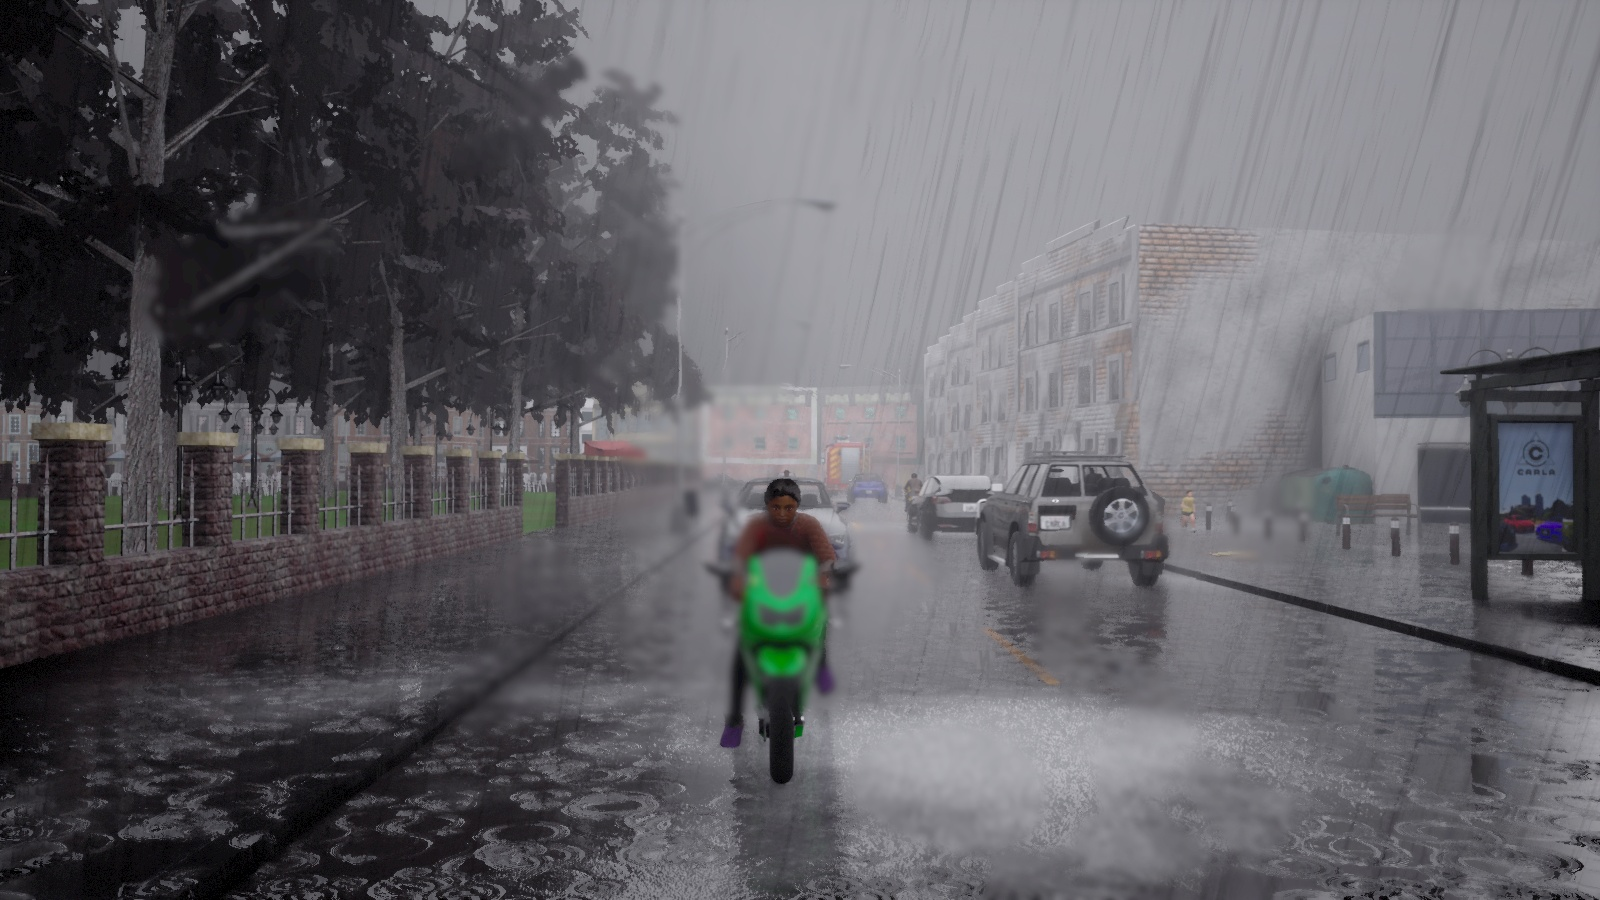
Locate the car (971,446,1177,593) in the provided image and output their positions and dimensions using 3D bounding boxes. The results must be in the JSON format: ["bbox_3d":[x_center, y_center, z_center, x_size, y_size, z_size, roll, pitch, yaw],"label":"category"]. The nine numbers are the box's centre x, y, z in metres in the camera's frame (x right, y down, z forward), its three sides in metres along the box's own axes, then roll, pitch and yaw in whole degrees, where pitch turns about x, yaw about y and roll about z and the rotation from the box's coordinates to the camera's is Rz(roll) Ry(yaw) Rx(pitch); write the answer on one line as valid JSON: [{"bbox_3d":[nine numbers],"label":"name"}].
[{"bbox_3d":[3.802,0.922,18.290,1.932,1.855,4.605,0,-1,-1],"label":"car"}]

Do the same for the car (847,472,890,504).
[{"bbox_3d":[3.348,1.849,61.720,1.816,1.474,4.193,0,-1,-1],"label":"car"}]

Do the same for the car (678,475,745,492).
[{"bbox_3d":[-6.675,2.527,94.599,4.718,1.301,1.895,0,-1,12],"label":"car"}]

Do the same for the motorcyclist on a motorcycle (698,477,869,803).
[{"bbox_3d":[-0.087,0.914,6.918,0.797,1.523,2.044,0,-1,-1],"label":"motorcyclist on a motorcycle"}]

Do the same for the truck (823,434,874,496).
[{"bbox_3d":[3.113,1.018,82.391,2.891,3.827,8.468,0,-1,-1],"label":"truck"}]

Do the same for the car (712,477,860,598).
[{"bbox_3d":[-0.191,1.124,17.587,1.816,1.474,4.193,0,-1,-1],"label":"car"}]

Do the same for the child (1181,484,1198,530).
[{"bbox_3d":[9.422,1.375,30.377,0.255,1.110,0.394,0,-1,-3],"label":"child"}]

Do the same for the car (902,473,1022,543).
[{"bbox_3d":[3.693,1.295,29.578,2.163,1.488,4.792,0,-1,-1],"label":"car"}]
